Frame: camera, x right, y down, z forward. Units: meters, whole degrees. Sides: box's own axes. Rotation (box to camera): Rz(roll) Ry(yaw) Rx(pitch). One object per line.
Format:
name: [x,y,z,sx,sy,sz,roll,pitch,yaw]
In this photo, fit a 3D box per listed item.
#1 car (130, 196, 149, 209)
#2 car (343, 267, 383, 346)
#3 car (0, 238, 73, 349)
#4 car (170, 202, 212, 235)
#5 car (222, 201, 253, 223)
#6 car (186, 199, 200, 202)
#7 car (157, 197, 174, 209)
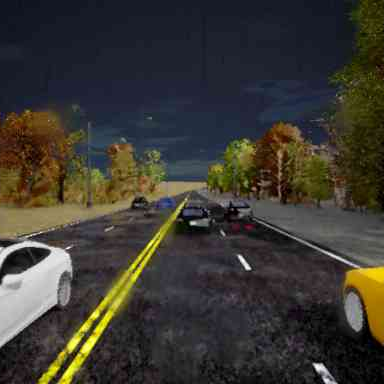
car: [-6.566,1.351,42.157,1.837,1.490,4.892,0,1,0]
car: [3.362,1.432,3.394,1.882,1.535,5.008,0,1,0]
car: [-3.314,1.507,5.044,1.812,1.442,4.674,0,0,0]
car: [0.064,1.497,18.521,1.994,1.385,4.181,0,0,0]
car: [3.334,1.393,24.881,2.128,1.511,4.902,-1,0,0]
car: [0.092,1.468,36.761,1.895,1.301,4.718,0,0,0]
car: [-3.317,1.327,41.929,1.882,1.535,5.008,0,0,0]
